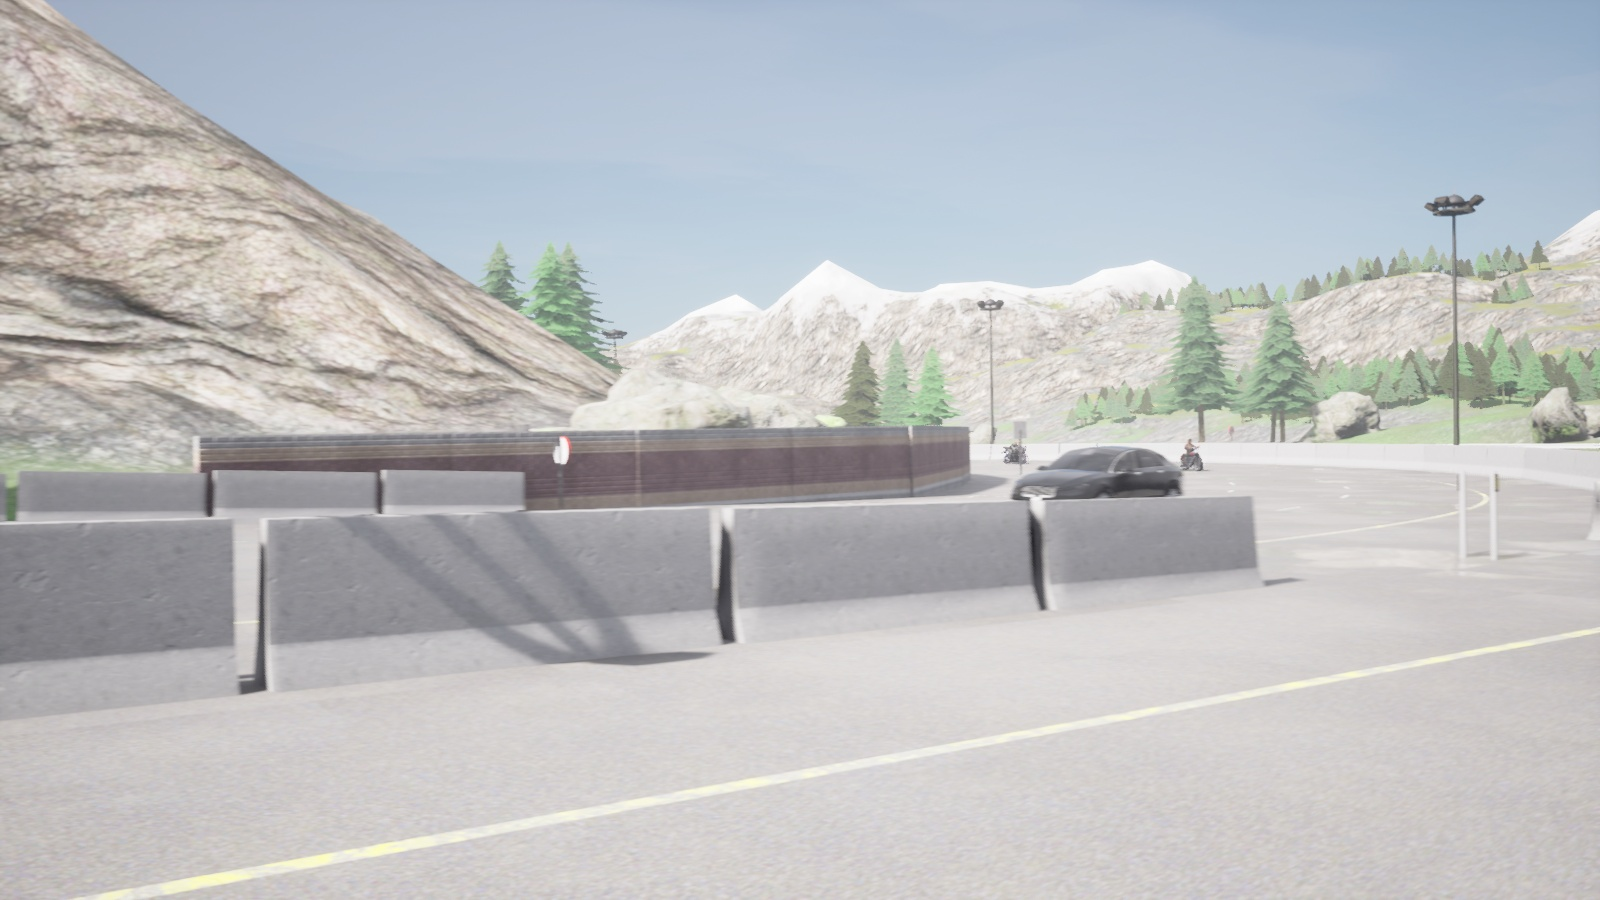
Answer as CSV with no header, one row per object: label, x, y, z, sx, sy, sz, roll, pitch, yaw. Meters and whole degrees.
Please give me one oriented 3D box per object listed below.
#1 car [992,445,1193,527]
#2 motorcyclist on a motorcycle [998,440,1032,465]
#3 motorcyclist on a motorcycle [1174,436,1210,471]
car,6.140,0.662,25.965,1.837,1.490,4.892,0,1,43
motorcyclist on a motorcycle,13.625,0.164,79.551,0.866,1.530,2.191,-3,1,-30
motorcyclist on a motorcycle,19.063,0.173,61.115,0.766,1.649,2.350,-2,1,-5
